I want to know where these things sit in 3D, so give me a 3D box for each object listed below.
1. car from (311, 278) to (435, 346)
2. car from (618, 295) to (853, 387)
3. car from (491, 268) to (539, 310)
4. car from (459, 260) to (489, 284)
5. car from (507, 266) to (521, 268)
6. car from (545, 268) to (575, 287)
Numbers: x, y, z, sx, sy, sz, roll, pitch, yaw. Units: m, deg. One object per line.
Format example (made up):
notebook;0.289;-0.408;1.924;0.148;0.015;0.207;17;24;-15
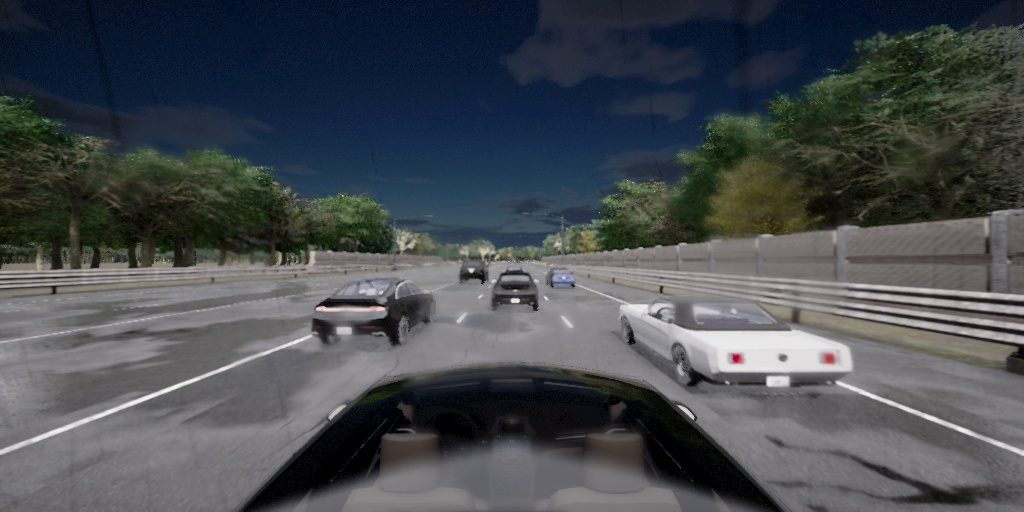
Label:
car;-3.398;1.341;9.722;2.128;1.511;4.902;0;-1;0
car;3.586;1.421;7.024;1.895;1.301;4.718;0;-1;0
car;0.130;1.433;15.659;1.837;1.490;4.892;0;-1;0
car;-3.319;1.366;31.982;2.150;2.045;5.566;0;-1;0
car;0.182;1.650;32.805;2.128;1.511;4.902;0;-1;0
car;3.665;1.639;27.816;2.033;1.411;5.357;0;-1;0
